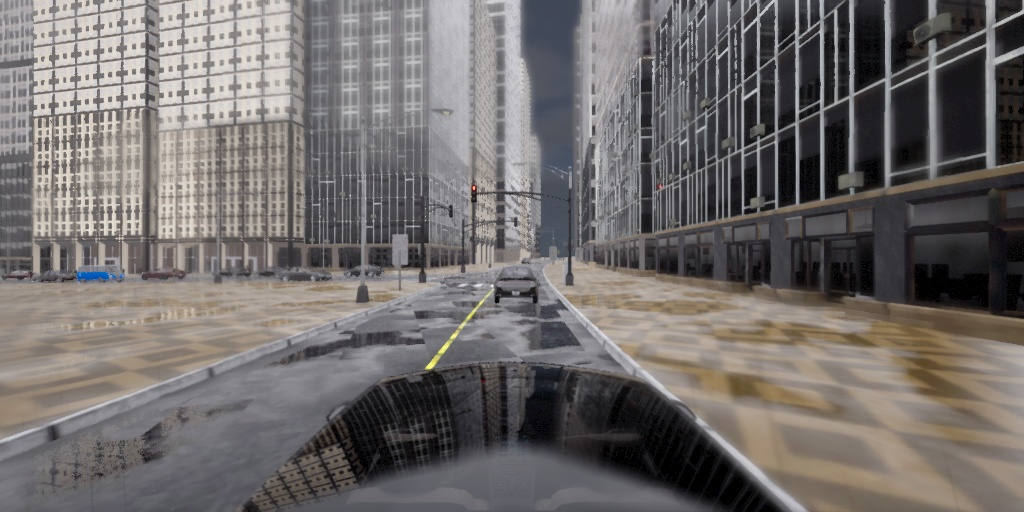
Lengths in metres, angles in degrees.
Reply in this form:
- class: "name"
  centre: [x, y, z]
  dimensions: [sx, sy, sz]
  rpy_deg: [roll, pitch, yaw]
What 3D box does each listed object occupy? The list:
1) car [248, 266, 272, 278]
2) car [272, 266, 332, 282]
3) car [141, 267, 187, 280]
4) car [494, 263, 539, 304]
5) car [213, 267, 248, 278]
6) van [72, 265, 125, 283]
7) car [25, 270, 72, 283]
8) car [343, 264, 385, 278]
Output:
- class: "car"
  centre: [-27.036, 1.805, 40.828]
  dimensions: [4.313, 1.339, 1.948]
  rpy_deg: [0, 0, 11]
- class: "car"
  centre: [-17.517, 1.553, 30.524]
  dimensions: [4.403, 1.370, 2.007]
  rpy_deg: [0, 0, 11]
- class: "car"
  centre: [-39.100, 1.973, 40.347]
  dimensions: [4.674, 1.442, 1.812]
  rpy_deg: [-1, 0, 11]
- class: "car"
  centre: [0.224, 1.240, 16.422]
  dimensions: [2.128, 1.511, 4.902]
  rpy_deg: [0, 0, 2]
- class: "car"
  centre: [-32.565, 1.905, 41.861]
  dimensions: [4.313, 1.339, 1.948]
  rpy_deg: [0, 0, 11]
- class: "van"
  centre: [-39.633, 1.745, 34.655]
  dimensions: [3.998, 1.789, 1.690]
  rpy_deg: [0, 0, 11]
- class: "car"
  centre: [-49.479, 2.212, 39.234]
  dimensions: [5.357, 1.411, 2.033]
  rpy_deg: [-1, 0, 11]
- class: "car"
  centre: [-15.979, 1.590, 38.762]
  dimensions: [4.403, 1.370, 2.007]
  rpy_deg: [0, 0, 11]
